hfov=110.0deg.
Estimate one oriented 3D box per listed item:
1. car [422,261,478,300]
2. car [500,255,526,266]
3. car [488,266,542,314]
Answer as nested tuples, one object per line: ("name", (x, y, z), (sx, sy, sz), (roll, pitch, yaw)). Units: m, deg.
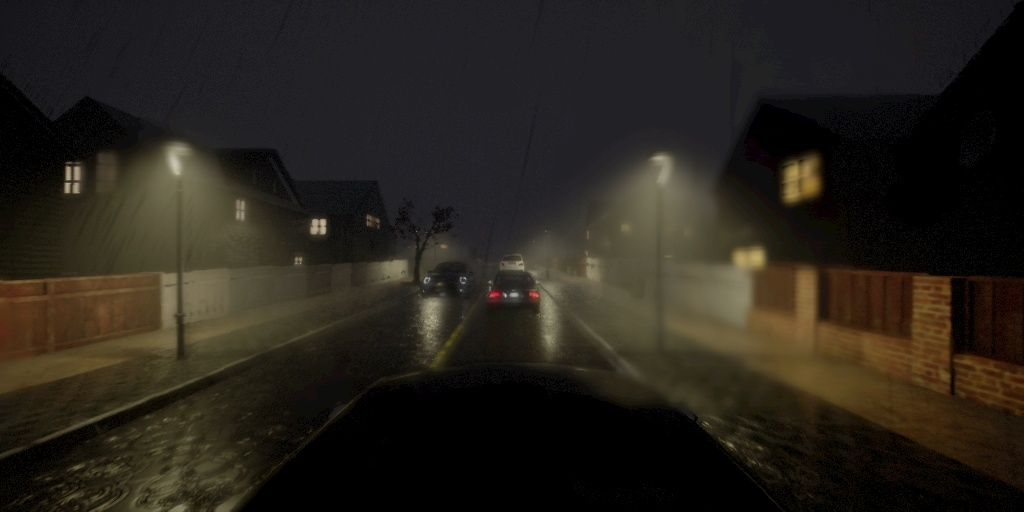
("car", (-2.852, 1.079, 17.399), (2.097, 1.767, 4.553), (0, 0, 0))
("car", (0.094, 0.939, 32.823), (2.150, 2.045, 5.566), (0, 0, 0))
("car", (0.098, 1.279, 13.578), (2.033, 1.411, 5.357), (0, 0, 0))
